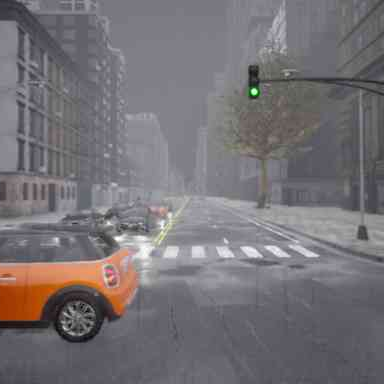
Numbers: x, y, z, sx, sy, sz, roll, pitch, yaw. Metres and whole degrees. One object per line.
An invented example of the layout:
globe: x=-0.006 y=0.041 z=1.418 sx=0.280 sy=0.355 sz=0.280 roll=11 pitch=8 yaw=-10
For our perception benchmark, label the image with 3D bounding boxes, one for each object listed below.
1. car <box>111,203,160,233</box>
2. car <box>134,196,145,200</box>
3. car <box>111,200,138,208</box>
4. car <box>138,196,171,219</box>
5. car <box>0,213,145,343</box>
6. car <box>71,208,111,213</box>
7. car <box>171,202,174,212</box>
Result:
car: x=-3.368 y=1.647 z=20.717 sx=1.837 sy=1.490 sz=4.892 roll=0 pitch=0 yaw=0
car: x=-6.622 y=1.528 z=45.652 sx=2.150 sy=2.045 sz=5.566 roll=0 pitch=-1 yaw=0
car: x=-6.629 y=1.770 z=31.263 sx=2.033 sy=1.411 sz=5.357 roll=0 pitch=0 yaw=0
car: x=-3.377 y=1.551 z=30.817 sx=2.097 sy=1.767 sz=4.553 roll=0 pitch=0 yaw=0
car: x=-3.319 y=1.380 z=5.979 sx=4.553 sy=1.767 sz=2.097 roll=0 pitch=-1 yaw=0
car: x=-6.620 y=1.725 z=20.356 sx=1.994 sy=1.385 sz=4.181 roll=0 pitch=0 yaw=0
car: x=-3.378 y=1.768 z=42.216 sx=1.837 sy=1.490 sz=4.892 roll=0 pitch=0 yaw=0
